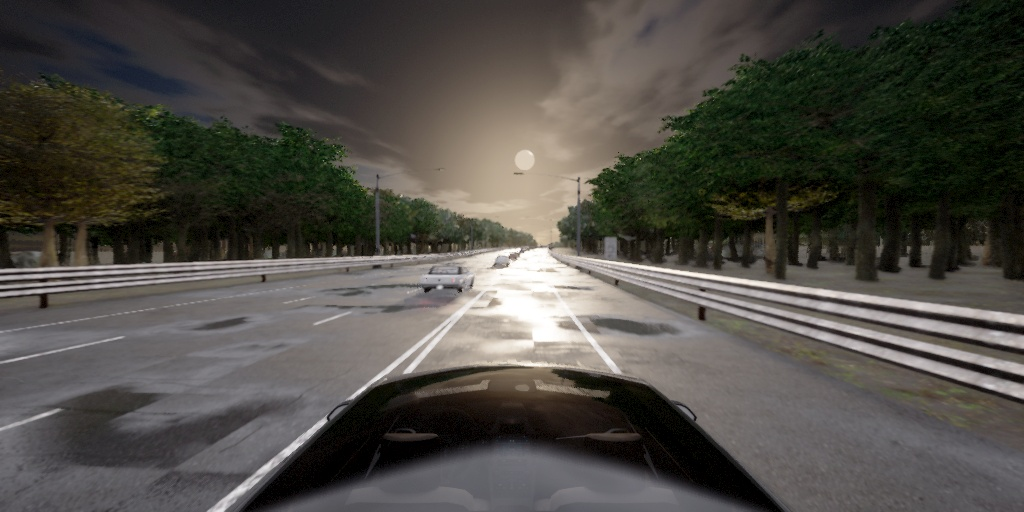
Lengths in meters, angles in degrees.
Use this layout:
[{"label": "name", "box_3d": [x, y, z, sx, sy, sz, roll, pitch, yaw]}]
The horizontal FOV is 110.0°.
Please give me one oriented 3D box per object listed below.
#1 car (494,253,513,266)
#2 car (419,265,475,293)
[{"label": "car", "box_3d": [-1.312, 0.580, 48.164, 1.812, 1.442, 4.674, 0, 1, 3]}, {"label": "car", "box_3d": [-3.107, 1.093, 18.284, 1.895, 1.301, 4.718, 0, 1, 3]}]
